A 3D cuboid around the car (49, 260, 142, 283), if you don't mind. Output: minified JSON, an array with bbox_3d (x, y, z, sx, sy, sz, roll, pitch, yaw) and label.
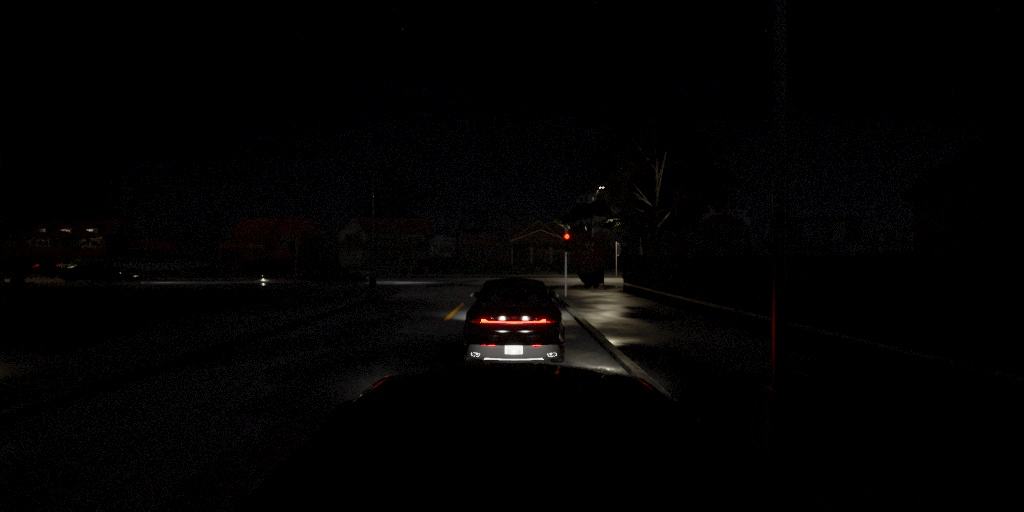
[{"bbox_3d":[-30.605,1.241,26.785,4.902,1.511,2.128,0,0,0],"label":"car"}]

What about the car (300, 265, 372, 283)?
[{"bbox_3d":[-12.977,1.351,26.806,4.718,1.301,1.895,0,0,0],"label":"car"}]

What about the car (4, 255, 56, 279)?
[{"bbox_3d":[-42.672,0.971,30.966,5.566,2.045,2.150,0,0,0],"label":"car"}]

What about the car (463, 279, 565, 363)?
[{"bbox_3d":[0.052,1.255,8.153,1.837,1.490,4.892,0,0,1],"label":"car"}]

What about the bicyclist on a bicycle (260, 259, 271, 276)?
[{"bbox_3d":[-24.169,1.099,35.189,0.582,1.620,1.656,0,0,0],"label":"bicyclist on a bicycle"}]
